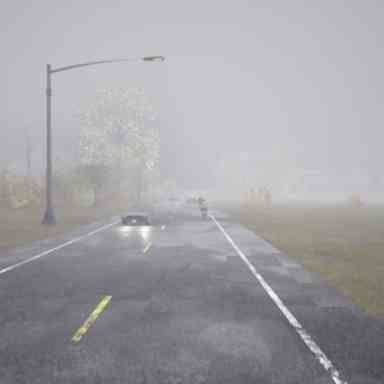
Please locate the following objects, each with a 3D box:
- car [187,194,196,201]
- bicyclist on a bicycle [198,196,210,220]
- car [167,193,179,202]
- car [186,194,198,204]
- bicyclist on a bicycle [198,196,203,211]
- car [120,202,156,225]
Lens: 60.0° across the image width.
[{"bbox_3d":[-0.091,1.146,74.444,1.812,1.442,4.674,0,0,0],"label":"car"},{"bbox_3d":[0.948,1.320,25.335,0.866,1.612,1.509,0,0,0],"label":"bicyclist on a bicycle"},{"bbox_3d":[-3.602,1.030,64.240,2.097,1.767,4.553,0,0,0],"label":"car"},{"bbox_3d":[0.016,1.246,56.671,1.812,1.442,4.674,0,0,0],"label":"car"},{"bbox_3d":[0.918,1.280,36.586,0.582,1.620,1.656,0,0,0],"label":"bicyclist on a bicycle"},{"bbox_3d":[-3.628,1.439,23.477,2.033,1.411,5.357,0,0,0],"label":"car"}]
